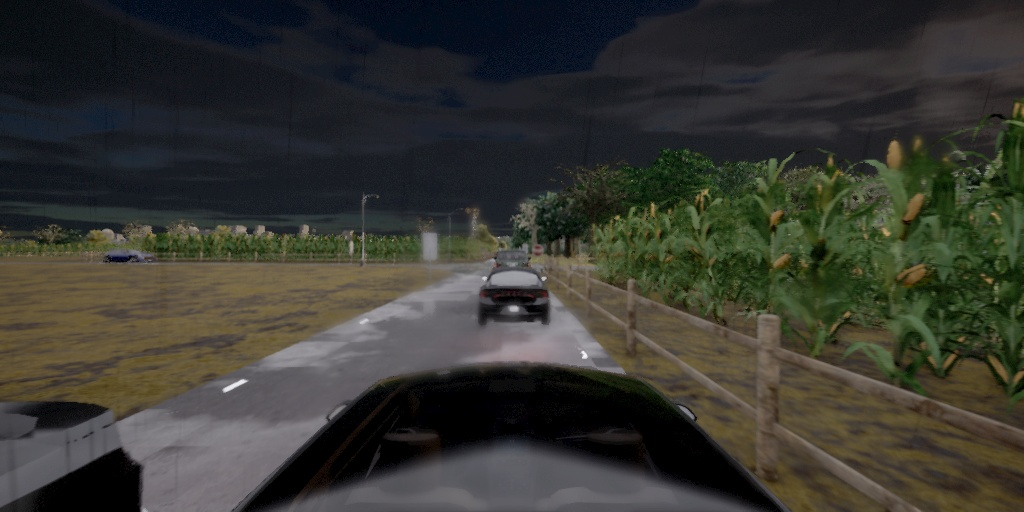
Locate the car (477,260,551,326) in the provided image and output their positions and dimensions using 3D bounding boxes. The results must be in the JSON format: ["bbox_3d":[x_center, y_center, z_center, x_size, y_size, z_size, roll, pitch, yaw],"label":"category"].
[{"bbox_3d":[0.071,1.054,10.919,1.882,1.535,5.008,0,1,0],"label":"car"}]

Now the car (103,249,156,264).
[{"bbox_3d":[-43.924,-0.023,41.308,4.553,1.767,2.097,0,0,1],"label":"car"}]

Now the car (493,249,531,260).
[{"bbox_3d":[0.021,0.585,22.366,2.150,2.045,5.566,0,1,0],"label":"car"}]
